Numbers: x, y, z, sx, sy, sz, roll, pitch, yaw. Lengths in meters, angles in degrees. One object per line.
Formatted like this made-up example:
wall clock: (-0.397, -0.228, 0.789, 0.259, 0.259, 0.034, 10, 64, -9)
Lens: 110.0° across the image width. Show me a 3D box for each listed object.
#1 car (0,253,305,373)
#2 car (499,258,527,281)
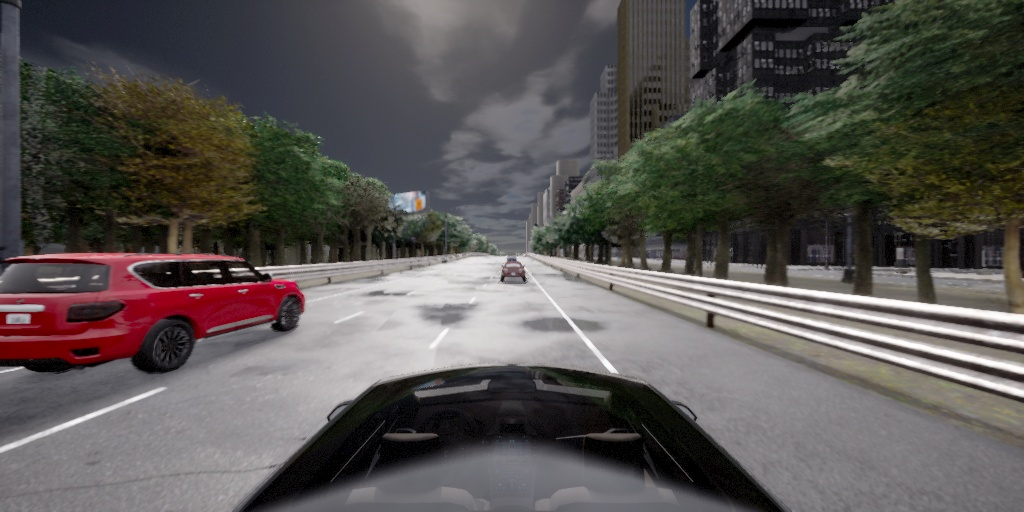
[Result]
car: (-6.898, 0.968, 7.698, 2.150, 2.045, 5.566, 0, 0, 0)
car: (0.101, 1.135, 28.511, 1.812, 1.442, 4.674, 0, 0, 0)
